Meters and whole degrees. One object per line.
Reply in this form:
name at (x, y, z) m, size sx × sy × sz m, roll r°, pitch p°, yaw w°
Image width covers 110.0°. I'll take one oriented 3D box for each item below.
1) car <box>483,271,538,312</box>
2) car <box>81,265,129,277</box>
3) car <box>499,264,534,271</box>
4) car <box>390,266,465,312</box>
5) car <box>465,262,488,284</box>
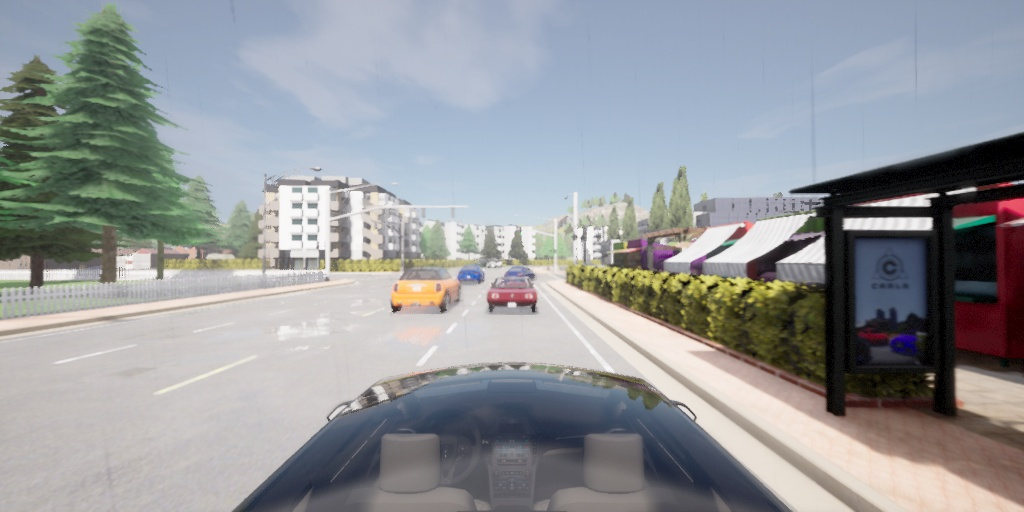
car at (0.027, 1.496, 15.080) m, size 1.895 × 1.301 × 4.718 m, roll 0°, pitch -1°, yaw 0°
car at (-46.164, 1.741, 40.837) m, size 4.181 × 1.385 × 1.994 m, roll 0°, pitch -1°, yaw 2°
car at (0.758, 1.588, 30.555) m, size 1.812 × 1.442 × 4.674 m, roll 0°, pitch -1°, yaw 18°
car at (-3.471, 1.248, 15.264) m, size 2.097 × 1.767 × 4.553 m, roll 0°, pitch -1°, yaw 0°
car at (-3.427, 1.546, 31.097) m, size 1.882 × 1.535 × 5.008 m, roll 0°, pitch 0°, yaw 1°
